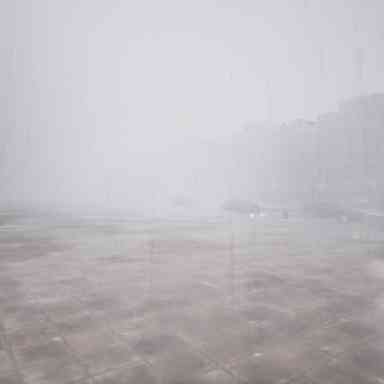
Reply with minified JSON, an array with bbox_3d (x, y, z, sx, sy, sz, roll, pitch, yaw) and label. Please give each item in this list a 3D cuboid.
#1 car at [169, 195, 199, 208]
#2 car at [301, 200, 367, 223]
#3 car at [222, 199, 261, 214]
[{"bbox_3d":[-1.016,1.188,41.751,2.128,1.511,4.902,-2,2,-35],"label":"car"},{"bbox_3d":[10.638,1.426,25.247,1.837,1.490,4.892,-2,2,-35],"label":"car"},{"bbox_3d":[4.897,1.376,33.368,1.994,1.385,4.181,-2,2,-36],"label":"car"}]
